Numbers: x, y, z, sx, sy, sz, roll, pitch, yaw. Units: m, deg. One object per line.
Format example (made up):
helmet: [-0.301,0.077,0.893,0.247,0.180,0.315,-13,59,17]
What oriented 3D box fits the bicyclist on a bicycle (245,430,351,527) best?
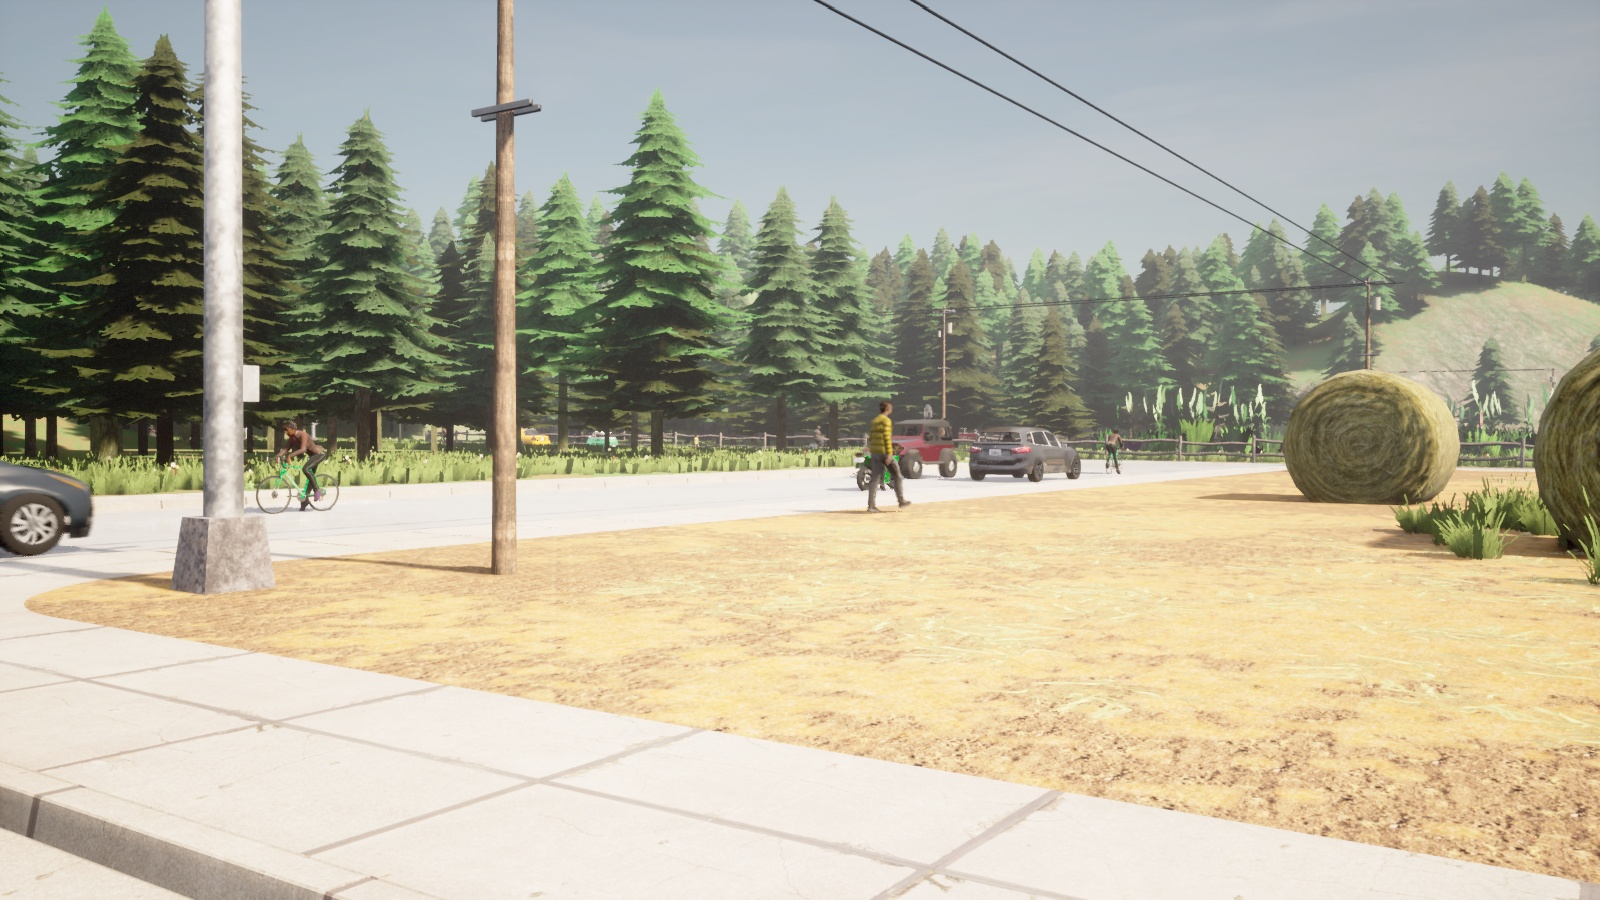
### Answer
bicyclist on a bicycle: [-8.881,0.477,22.268,0.582,1.620,1.656,0,1,35]

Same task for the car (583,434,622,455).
car: [-13.387,-0.368,85.085,2.207,1.376,1.481,0,1,36]

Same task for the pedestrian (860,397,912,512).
pedestrian: [1.393,0.063,20.344,0.709,1.840,0.431,-1,1,-38]

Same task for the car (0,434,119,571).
car: [-10.397,0.616,13.968,2.007,1.525,4.514,0,1,40]

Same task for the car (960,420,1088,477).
car: [7.062,-0.090,39.193,2.242,1.667,4.611,0,1,34]

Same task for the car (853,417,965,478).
car: [3.544,-0.112,40.261,1.905,1.878,3.866,0,1,35]

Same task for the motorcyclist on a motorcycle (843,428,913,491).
motorcyclist on a motorcycle: [1.998,0.224,31.863,0.797,1.523,2.044,0,1,35]

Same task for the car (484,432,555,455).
car: [-20.106,-0.477,89.932,5.366,1.575,1.801,0,1,36]
